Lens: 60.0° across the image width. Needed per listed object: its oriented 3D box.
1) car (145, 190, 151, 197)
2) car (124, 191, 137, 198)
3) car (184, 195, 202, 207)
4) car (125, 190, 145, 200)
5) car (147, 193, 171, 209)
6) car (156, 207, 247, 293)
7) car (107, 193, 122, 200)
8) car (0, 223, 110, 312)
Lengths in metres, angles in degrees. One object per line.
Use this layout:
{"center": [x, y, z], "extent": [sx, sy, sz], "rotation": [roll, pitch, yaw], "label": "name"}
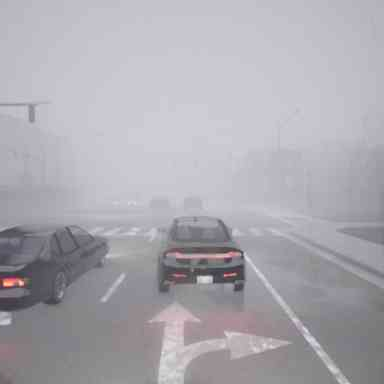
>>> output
{"center": [-10.502, 0.378, 76.869], "extent": [2.097, 1.767, 4.553], "rotation": [0, 1, 0], "label": "car"}
{"center": [-14.002, 0.570, 76.307], "extent": [2.033, 1.411, 5.357], "rotation": [0, 1, 0], "label": "car"}
{"center": [0.097, 1.012, 36.540], "extent": [1.882, 1.535, 5.008], "rotation": [0, 1, 0], "label": "car"}
{"center": [-10.550, 0.722, 60.582], "extent": [2.128, 1.511, 4.902], "rotation": [0, 1, 0], "label": "car"}
{"center": [-3.415, 1.067, 35.981], "extent": [1.812, 1.442, 4.674], "rotation": [0, 1, 0], "label": "car"}
{"center": [0.115, 1.381, 8.576], "extent": [2.128, 1.511, 4.902], "rotation": [0, 1, -3], "label": "car"}
{"center": [-14.046, 0.835, 60.269], "extent": [1.895, 1.301, 4.718], "rotation": [0, 1, 1], "label": "car"}
{"center": [-3.432, 1.447, 7.772], "extent": [2.033, 1.411, 5.357], "rotation": [0, 1, 0], "label": "car"}
